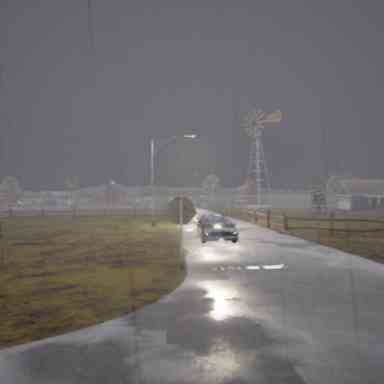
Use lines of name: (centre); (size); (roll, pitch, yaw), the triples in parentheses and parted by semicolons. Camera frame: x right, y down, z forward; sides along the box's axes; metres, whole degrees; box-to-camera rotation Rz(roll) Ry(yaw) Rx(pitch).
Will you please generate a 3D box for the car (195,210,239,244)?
car: (1.234, 1.940, 18.456); (2.033, 1.411, 5.357); (-1, -1, -4)
